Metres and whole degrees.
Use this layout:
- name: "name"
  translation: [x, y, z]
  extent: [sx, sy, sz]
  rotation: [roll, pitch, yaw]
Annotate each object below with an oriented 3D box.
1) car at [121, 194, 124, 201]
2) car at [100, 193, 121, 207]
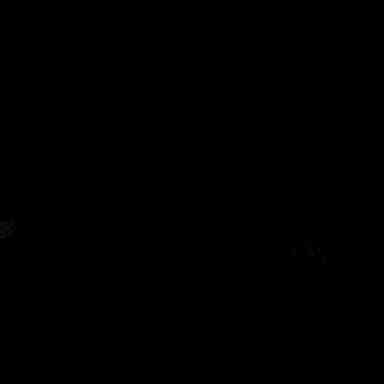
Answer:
- name: "car"
  translation: [-15.543, 1.037, 70.456]
  extent: [1.994, 1.385, 4.181]
  rotation: [0, 3, -10]
- name: "car"
  translation: [-13.116, 1.253, 52.390]
  extent: [2.150, 2.045, 5.566]
  rotation: [-1, 1, -6]
